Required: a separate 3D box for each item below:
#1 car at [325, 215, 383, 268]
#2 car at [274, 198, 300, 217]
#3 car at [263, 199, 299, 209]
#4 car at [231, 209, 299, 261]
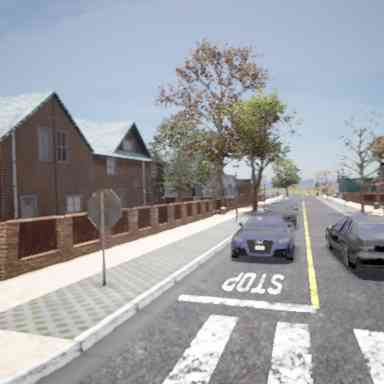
[{"bbox_3d":[5.611,1.452,10.667,2.033,1.411,5.357,-1,0,13],"label":"car"},{"bbox_3d":[8.848,1.371,30.639,2.033,1.411,5.357,-1,0,18],"label":"car"},{"bbox_3d":[5.546,1.372,20.683,1.882,1.535,5.008,-1,0,18],"label":"car"},{"bbox_3d":[2.711,1.519,12.113,1.994,1.385,4.181,-1,0,18],"label":"car"}]
